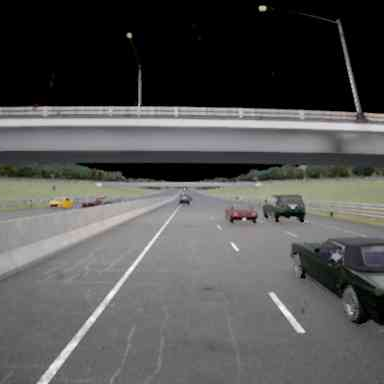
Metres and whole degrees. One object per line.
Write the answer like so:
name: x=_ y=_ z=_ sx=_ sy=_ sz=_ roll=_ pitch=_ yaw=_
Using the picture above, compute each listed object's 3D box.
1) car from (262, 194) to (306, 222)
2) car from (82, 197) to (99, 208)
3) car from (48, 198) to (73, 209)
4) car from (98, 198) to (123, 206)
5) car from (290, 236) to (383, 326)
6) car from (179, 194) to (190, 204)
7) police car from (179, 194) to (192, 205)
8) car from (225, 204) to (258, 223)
car: x=7.042 y=1.185 z=25.901 sx=2.150 sy=2.045 sz=5.566 roll=0 pitch=0 yaw=0
car: x=-14.285 y=1.526 z=47.838 sx=1.882 sy=1.535 sz=5.008 roll=0 pitch=-1 yaw=0
car: x=-17.763 y=1.514 z=45.208 sx=1.882 sy=1.535 sz=5.008 roll=0 pitch=-1 yaw=0
car: x=-10.769 y=1.585 z=45.668 sx=2.033 sy=1.411 sz=5.357 roll=0 pitch=0 yaw=0
car: x=3.597 y=1.587 z=7.014 sx=1.895 sy=1.301 sz=4.718 roll=0 pitch=0 yaw=0
car: x=-1.524 y=1.398 z=70.789 sx=2.150 sy=2.045 sz=5.566 roll=0 pitch=0 yaw=-1
police car: x=-1.397 y=1.540 z=60.859 sx=1.930 sy=1.638 sz=5.238 roll=0 pitch=0 yaw=-1
car: x=3.547 y=1.564 z=24.824 sx=1.895 sy=1.301 sz=4.718 roll=0 pitch=0 yaw=0
